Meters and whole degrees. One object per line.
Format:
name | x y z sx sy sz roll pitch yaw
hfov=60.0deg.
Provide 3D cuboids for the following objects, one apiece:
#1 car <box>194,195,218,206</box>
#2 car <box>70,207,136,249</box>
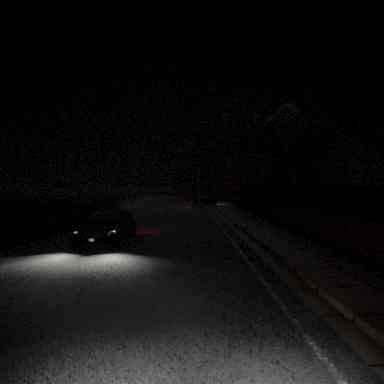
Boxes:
car | 1.836 1.096 44.894 1.812 1.442 4.674 0 2 28
car | -3.538 1.410 14.079 1.812 1.442 4.674 0 0 1
